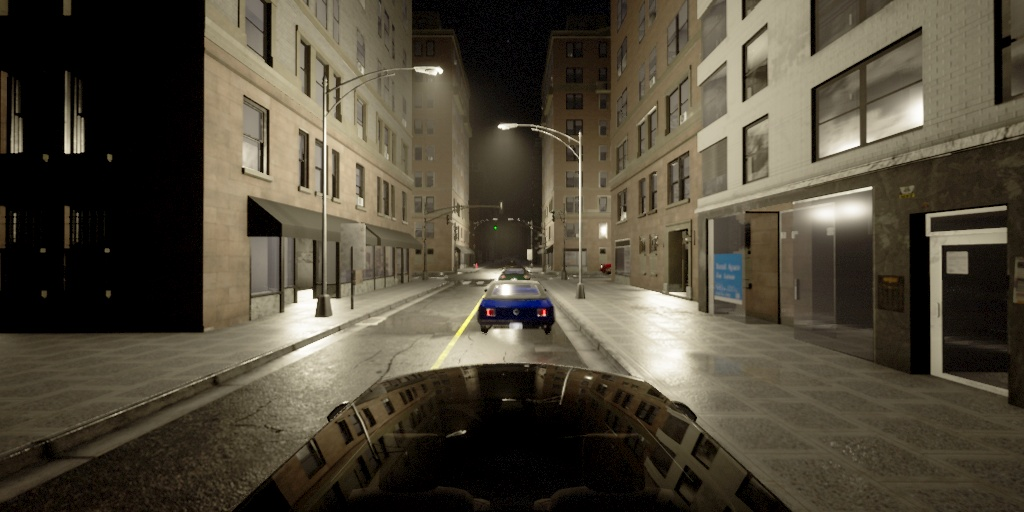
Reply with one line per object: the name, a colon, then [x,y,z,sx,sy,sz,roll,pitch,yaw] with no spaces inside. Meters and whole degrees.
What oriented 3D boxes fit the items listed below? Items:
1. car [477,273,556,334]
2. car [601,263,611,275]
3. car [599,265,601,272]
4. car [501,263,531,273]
car: [0.102,1.367,10.679,1.895,1.301,4.718,0,0,0]
car: [12.453,1.383,37.356,5.357,1.411,2.033,0,0,0]
car: [12.266,1.165,39.888,5.009,1.841,2.192,0,0,0]
car: [0.241,1.359,23.051,1.994,1.385,4.181,0,0,3]
